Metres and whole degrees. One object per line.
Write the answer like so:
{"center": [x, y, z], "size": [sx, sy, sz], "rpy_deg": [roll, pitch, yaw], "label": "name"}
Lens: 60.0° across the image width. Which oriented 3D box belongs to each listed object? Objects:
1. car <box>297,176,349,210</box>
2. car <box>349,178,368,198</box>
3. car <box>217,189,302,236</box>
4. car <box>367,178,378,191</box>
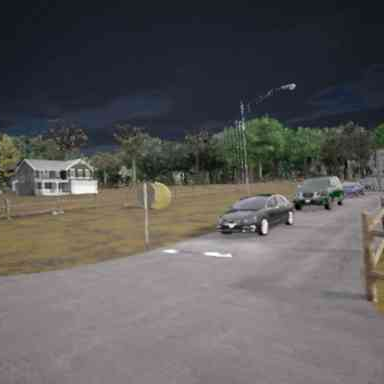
{"center": [8.586, 0.029, 22.362], "size": [2.150, 2.045, 5.566], "rpy_deg": [-3, 1, 36], "label": "car"}
{"center": [14.569, -0.264, 30.697], "size": [1.812, 1.442, 4.674], "rpy_deg": [-3, 1, 36], "label": "car"}
{"center": [2.859, 0.881, 14.311], "size": [1.837, 1.490, 4.892], "rpy_deg": [-3, 1, 36], "label": "car"}
{"center": [20.624, -0.896, 39.131], "size": [1.837, 1.490, 4.892], "rpy_deg": [-3, 1, 36], "label": "car"}
